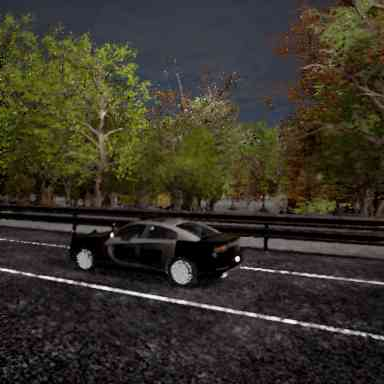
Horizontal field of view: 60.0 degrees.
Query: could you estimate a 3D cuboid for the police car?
[{"bbox_3d":[-1.183,1.400,9.260,5.238,1.638,1.930,0,0,27],"label":"police car"}]
